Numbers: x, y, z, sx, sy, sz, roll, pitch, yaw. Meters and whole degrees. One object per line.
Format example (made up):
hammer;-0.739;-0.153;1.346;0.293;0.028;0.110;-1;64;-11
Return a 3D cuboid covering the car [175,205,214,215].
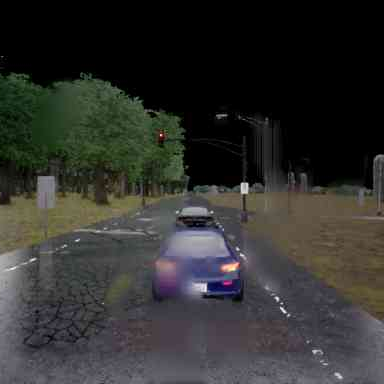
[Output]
car;0.138;1.432;17.431;1.882;1.535;5.008;0;0;0

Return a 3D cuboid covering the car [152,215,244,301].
car;0.122;1.516;8.153;1.812;1.442;4.674;0;0;0
